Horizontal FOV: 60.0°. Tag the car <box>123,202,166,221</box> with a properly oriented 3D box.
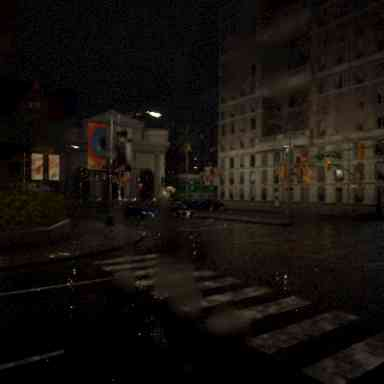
[{"bbox_3d":[-4.505,1.681,29.330,1.812,1.442,4.674,1,0,-35],"label":"car"}]

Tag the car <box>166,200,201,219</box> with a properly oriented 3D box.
[{"bbox_3d":[-1.713,1.688,31.446,2.128,1.511,4.902,1,0,-35],"label":"car"}]

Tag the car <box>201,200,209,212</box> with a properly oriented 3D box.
[{"bbox_3d":[-0.324,1.771,43.691,1.882,1.535,5.008,1,0,-35],"label":"car"}]

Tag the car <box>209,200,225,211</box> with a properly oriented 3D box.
[{"bbox_3d":[2.493,1.839,45.763,1.837,1.490,4.892,1,-1,-35],"label":"car"}]
